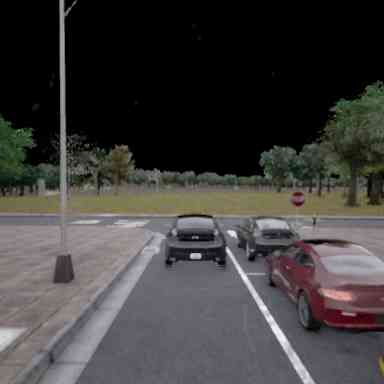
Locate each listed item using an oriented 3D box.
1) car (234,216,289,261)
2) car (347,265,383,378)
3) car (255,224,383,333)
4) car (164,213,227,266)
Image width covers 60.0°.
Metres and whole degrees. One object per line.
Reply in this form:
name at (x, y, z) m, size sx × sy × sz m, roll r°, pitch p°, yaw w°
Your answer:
car at (2.622, 1.543, 12.135) m, size 2.008 × 1.369 × 4.403 m, roll -1°, pitch 0°, yaw 0°
car at (2.621, 1.525, 1.240) m, size 1.752 × 1.417 × 4.829 m, roll -1°, pitch 0°, yaw 0°
car at (2.622, 1.578, 6.603) m, size 1.802 × 1.307 × 4.206 m, roll -1°, pitch 0°, yaw 0°
car at (0.104, 1.497, 11.471) m, size 1.837 × 1.490 × 4.892 m, roll 0°, pitch 0°, yaw 0°
